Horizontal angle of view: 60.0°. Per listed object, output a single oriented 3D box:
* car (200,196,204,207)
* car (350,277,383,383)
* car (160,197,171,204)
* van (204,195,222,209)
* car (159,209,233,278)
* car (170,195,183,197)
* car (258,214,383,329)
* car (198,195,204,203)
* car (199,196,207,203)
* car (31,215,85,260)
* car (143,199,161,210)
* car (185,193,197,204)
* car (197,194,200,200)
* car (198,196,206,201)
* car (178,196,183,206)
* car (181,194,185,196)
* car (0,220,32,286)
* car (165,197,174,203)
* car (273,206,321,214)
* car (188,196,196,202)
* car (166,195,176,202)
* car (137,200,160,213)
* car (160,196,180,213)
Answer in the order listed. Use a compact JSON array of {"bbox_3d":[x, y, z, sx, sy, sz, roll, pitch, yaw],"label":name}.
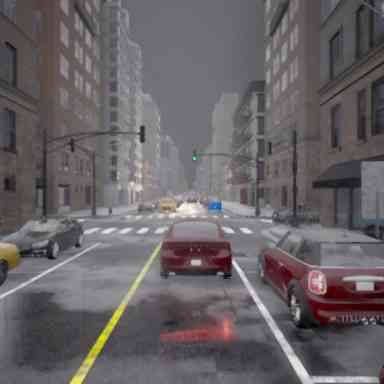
[{"bbox_3d":[2.624,1.755,50.970,1.802,1.307,4.206,0,0,0],"label":"car"},{"bbox_3d":[2.637,1.588,1.489,1.802,1.307,4.206,0,0,0],"label":"car"},{"bbox_3d":[-5.406,1.789,68.007,1.947,1.339,4.313,0,0,0],"label":"car"},{"bbox_3d":[2.627,1.476,39.609,1.690,1.788,3.998,0,0,0],"label":"van"},{"bbox_3d":[0.100,1.513,10.315,1.882,1.535,5.008,0,0,0],"label":"car"},{"bbox_3d":[-2.799,1.720,57.689,1.812,1.442,4.674,0,0,1],"label":"car"},{"bbox_3d":[2.636,1.465,7.009,1.967,1.590,4.097,0,0,0],"label":"car"},{"bbox_3d":[2.621,1.790,62.333,1.802,1.307,4.206,0,0,0],"label":"car"},{"bbox_3d":[2.616,1.694,79.377,1.967,1.590,4.097,0,0,0],"label":"car"},{"bbox_3d":[-5.391,1.594,12.516,2.008,1.369,4.403,0,0,0],"label":"car"},{"bbox_3d":[-5.400,1.698,45.279,1.887,1.381,4.507,0,0,0],"label":"car"},{"bbox_3d":[-0.019,1.579,69.708,2.097,1.767,4.553,0,0,0],"label":"car"},{"bbox_3d":[2.619,1.538,68.016,2.192,1.841,5.009,0,0,0],"label":"car"},{"bbox_3d":[2.613,1.835,90.739,2.008,1.369,4.403,0,0,0],"label":"car"},{"bbox_3d":[-2.813,1.730,48.831,1.994,1.385,4.181,0,0,0],"label":"car"},{"bbox_3d":[-2.772,1.737,68.127,2.128,1.511,4.902,0,0,0],"label":"car"},{"bbox_3d":[-5.390,1.549,6.828,1.752,1.417,4.829,0,0,0],"label":"car"},{"bbox_3d":[-5.409,1.819,79.370,1.947,1.339,4.313,0,0,0],"label":"car"},{"bbox_3d":[8.071,1.706,24.382,4.181,1.385,1.994,0,0,-7],"label":"car"},{"bbox_3d":[-0.022,1.675,79.739,1.882,1.535,5.008,0,0,0],"label":"car"},{"bbox_3d":[-5.410,1.584,85.052,2.192,1.841,5.009,0,0,0],"label":"car"},{"bbox_3d":[-5.398,1.685,39.597,2.008,1.369,4.403,0,0,0],"label":"car"},{"bbox_3d":[-2.843,1.613,39.880,1.882,1.535,5.008,0,0,0],"label":"car"}]
